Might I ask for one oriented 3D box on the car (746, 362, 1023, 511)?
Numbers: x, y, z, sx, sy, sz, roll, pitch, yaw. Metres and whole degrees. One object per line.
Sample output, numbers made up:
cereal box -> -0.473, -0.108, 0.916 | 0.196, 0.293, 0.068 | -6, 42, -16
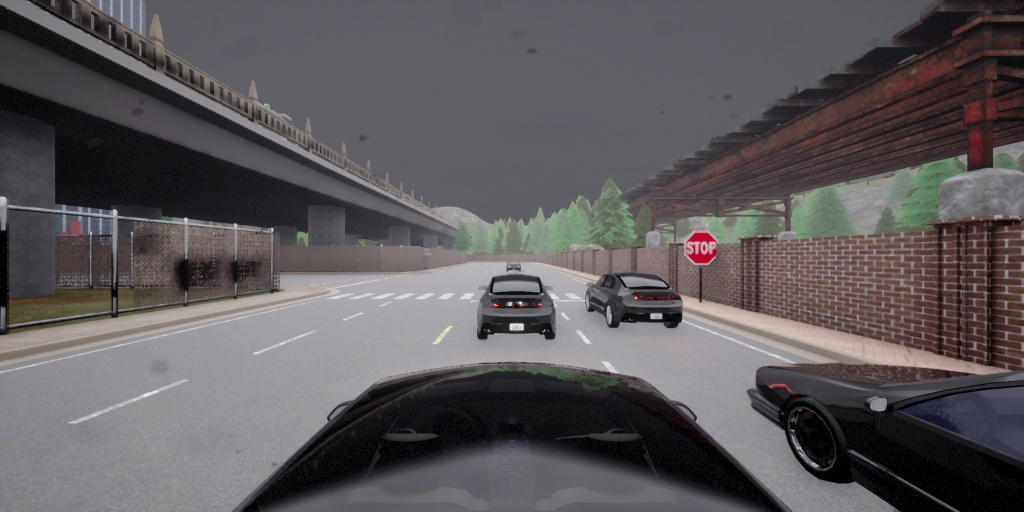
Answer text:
car -> 3.600, 1.297, 1.609 | 2.033, 1.411, 5.357 | 0, 0, 0

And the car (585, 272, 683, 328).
car -> 3.606, 1.255, 11.355 | 1.837, 1.490, 4.892 | 0, 0, 0

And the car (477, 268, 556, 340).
car -> 0.103, 1.255, 9.998 | 1.837, 1.490, 4.892 | 0, 0, 0

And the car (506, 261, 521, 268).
car -> 0.209, 1.351, 46.282 | 1.895, 1.301, 4.718 | 0, 0, -1
